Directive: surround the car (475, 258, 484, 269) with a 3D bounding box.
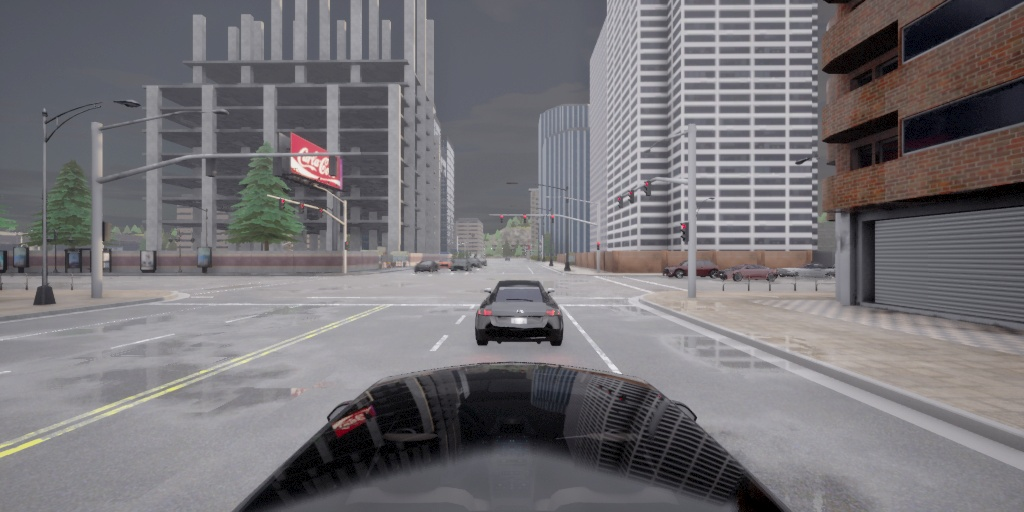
[{"bbox_3d":[-6.112,1.101,56.875,2.097,1.767,4.553,0,0,1],"label":"car"}]

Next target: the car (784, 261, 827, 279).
[{"bbox_3d":[26.339,1.351,32.205,4.718,1.301,1.895,0,0,1],"label":"car"}]

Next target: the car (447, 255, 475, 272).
[{"bbox_3d":[-6.341,1.102,44.809,2.097,1.767,4.553,0,0,1],"label":"car"}]

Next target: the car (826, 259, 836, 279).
[{"bbox_3d":[28.693,1.227,28.667,5.008,1.535,1.882,0,0,1],"label":"car"}]

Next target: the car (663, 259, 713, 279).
[{"bbox_3d":[16.083,1.102,32.345,4.553,1.767,2.097,0,0,1],"label":"car"}]

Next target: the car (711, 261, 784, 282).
[{"bbox_3d":[18.807,1.314,28.809,4.181,1.385,1.994,0,0,1],"label":"car"}]

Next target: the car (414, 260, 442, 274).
[{"bbox_3d":[-9.901,1.227,41.695,1.882,1.535,5.008,0,0,1],"label":"car"}]

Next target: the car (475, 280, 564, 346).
[{"bbox_3d":[0.193,1.314,9.444,1.994,1.385,4.181,0,0,1],"label":"car"}]

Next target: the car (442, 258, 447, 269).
[{"bbox_3d":[-9.674,1.101,53.751,2.097,1.767,4.553,0,0,1],"label":"car"}]
